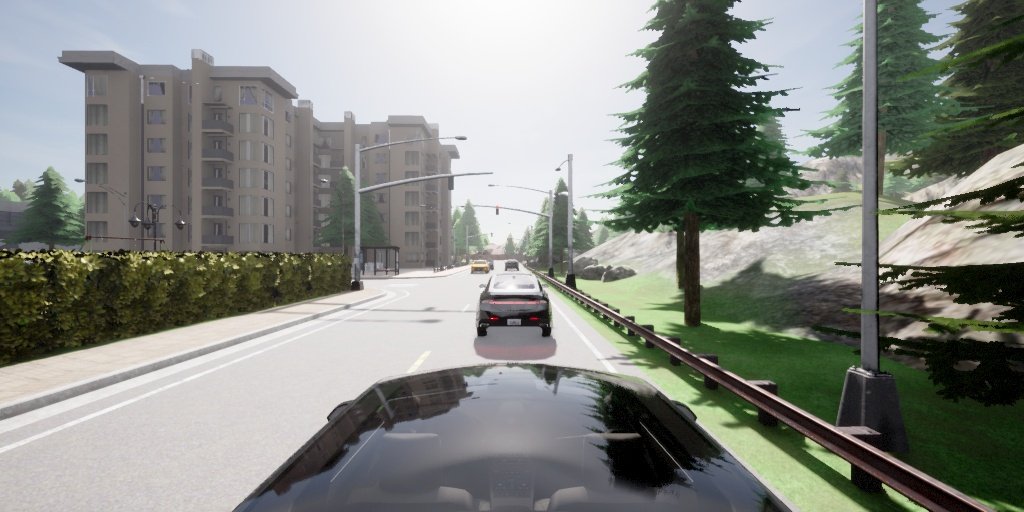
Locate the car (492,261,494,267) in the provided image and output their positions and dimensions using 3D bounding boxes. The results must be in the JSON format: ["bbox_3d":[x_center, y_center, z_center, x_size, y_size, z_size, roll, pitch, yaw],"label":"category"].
[{"bbox_3d":[-3.713,1.102,51.913,2.097,1.767,4.553,0,0,0],"label":"car"}]

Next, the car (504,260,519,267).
[{"bbox_3d":[-0.014,1.254,50.915,1.837,1.490,4.892,0,0,0],"label":"car"}]

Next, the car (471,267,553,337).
[{"bbox_3d":[0.057,1.242,10.312,2.128,1.511,4.902,0,0,0],"label":"car"}]

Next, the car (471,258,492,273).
[{"bbox_3d":[-3.698,1.228,42.302,1.882,1.535,5.008,0,0,0],"label":"car"}]
